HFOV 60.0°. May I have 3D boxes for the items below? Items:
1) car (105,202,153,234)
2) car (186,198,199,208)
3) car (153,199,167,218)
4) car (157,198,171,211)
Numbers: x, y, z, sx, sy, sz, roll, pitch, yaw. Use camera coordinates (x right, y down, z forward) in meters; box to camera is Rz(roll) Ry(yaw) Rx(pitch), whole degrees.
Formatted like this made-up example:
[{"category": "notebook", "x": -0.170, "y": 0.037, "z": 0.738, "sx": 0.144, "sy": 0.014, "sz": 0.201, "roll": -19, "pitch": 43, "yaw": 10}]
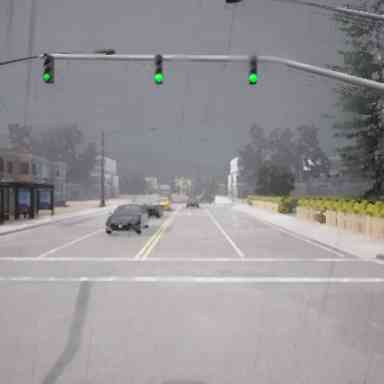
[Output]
[{"category": "car", "x": -3.605, "y": 1.481, "z": 19.175, "sx": 1.837, "sy": 1.490, "sz": 4.892, "roll": 0, "pitch": 0, "yaw": 0}, {"category": "car", "x": 0.095, "y": 1.489, "z": 46.626, "sx": 2.033, "sy": 1.411, "sz": 5.357, "roll": 0, "pitch": 0, "yaw": 0}, {"category": "car", "x": -3.601, "y": 1.564, "z": 29.430, "sx": 1.895, "sy": 1.301, "sz": 4.718, "roll": 0, "pitch": 0, "yaw": 0}, {"category": "car", "x": -3.569, "y": 1.428, "z": 39.912, "sx": 1.882, "sy": 1.535, "sz": 5.008, "roll": 0, "pitch": 0, "yaw": 1}]
